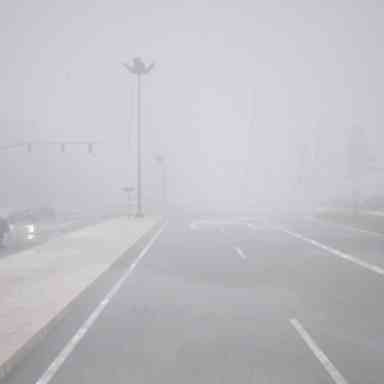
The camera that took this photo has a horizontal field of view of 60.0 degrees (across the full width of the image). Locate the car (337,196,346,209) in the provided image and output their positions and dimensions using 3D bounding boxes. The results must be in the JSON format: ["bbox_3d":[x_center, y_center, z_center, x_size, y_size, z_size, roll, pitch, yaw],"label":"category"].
[{"bbox_3d":[20.122,1.395,39.189,4.718,1.301,1.895,0,0,0],"label":"car"}]

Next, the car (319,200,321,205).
[{"bbox_3d":[19.850,1.320,46.198,4.181,1.385,1.994,0,0,-1],"label":"car"}]

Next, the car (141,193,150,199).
[{"bbox_3d":[-11.973,1.077,85.828,1.812,1.442,4.674,0,0,-1],"label":"car"}]

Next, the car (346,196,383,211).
[{"bbox_3d":[19.610,1.165,35.685,4.553,1.767,2.097,0,0,0],"label":"car"}]

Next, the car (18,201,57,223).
[{"bbox_3d":[-11.590,1.398,24.540,1.812,1.442,4.674,0,0,0],"label":"car"}]

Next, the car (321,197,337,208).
[{"bbox_3d":[19.566,1.302,42.684,4.674,1.442,1.812,0,0,0],"label":"car"}]

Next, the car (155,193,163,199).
[{"bbox_3d":[-8.474,1.076,85.922,1.812,1.442,4.674,0,0,-1],"label":"car"}]

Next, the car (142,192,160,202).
[{"bbox_3d":[-8.181,1.129,66.753,1.882,1.535,5.008,0,0,-1],"label":"car"}]

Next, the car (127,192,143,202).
[{"bbox_3d":[-11.677,1.216,66.451,1.994,1.385,4.181,0,0,-1],"label":"car"}]

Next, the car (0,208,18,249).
[{"bbox_3d":[-8.099,1.295,11.035,2.097,1.767,4.553,0,0,0],"label":"car"}]

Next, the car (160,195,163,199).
[{"bbox_3d":[-8.316,1.158,75.592,1.994,1.385,4.181,0,0,-1],"label":"car"}]
